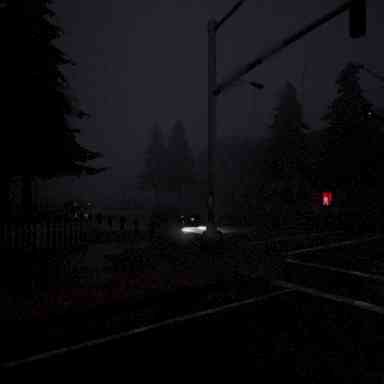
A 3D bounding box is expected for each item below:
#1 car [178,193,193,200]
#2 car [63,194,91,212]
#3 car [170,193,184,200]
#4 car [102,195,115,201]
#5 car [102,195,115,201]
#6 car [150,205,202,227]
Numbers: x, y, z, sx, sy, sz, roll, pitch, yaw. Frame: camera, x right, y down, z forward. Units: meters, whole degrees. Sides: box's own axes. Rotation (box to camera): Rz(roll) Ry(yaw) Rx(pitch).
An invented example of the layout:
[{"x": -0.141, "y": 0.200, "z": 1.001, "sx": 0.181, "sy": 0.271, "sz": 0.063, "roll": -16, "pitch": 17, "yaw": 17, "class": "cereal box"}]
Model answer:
[{"x": -1.753, "y": 1.091, "z": 88.295, "sx": 1.905, "sy": 1.878, "sz": 3.866, "roll": 0, "pitch": 0, "yaw": -37, "class": "car"}, {"x": -13.727, "y": 1.366, "z": 39.715, "sx": 2.097, "sy": 1.767, "sz": 4.553, "roll": 0, "pitch": 0, "yaw": -37, "class": "car"}, {"x": -3.835, "y": 1.112, "z": 86.226, "sx": 1.932, "sy": 1.855, "sz": 4.605, "roll": 0, "pitch": 0, "yaw": -37, "class": "car"}, {"x": -20.859, "y": 1.399, "z": 82.947, "sx": 1.970, "sy": 1.475, "sz": 3.806, "roll": 0, "pitch": 0, "yaw": -37, "class": "car"}, {"x": -18.808, "y": 1.388, "z": 75.218, "sx": 1.845, "sy": 1.501, "sz": 3.633, "roll": 0, "pitch": 0, "yaw": -37, "class": "car"}, {"x": -1.160, "y": 1.577, "z": 23.100, "sx": 1.994, "sy": 1.385, "sz": 4.181, "roll": 0, "pitch": 0, "yaw": -37, "class": "car"}]
